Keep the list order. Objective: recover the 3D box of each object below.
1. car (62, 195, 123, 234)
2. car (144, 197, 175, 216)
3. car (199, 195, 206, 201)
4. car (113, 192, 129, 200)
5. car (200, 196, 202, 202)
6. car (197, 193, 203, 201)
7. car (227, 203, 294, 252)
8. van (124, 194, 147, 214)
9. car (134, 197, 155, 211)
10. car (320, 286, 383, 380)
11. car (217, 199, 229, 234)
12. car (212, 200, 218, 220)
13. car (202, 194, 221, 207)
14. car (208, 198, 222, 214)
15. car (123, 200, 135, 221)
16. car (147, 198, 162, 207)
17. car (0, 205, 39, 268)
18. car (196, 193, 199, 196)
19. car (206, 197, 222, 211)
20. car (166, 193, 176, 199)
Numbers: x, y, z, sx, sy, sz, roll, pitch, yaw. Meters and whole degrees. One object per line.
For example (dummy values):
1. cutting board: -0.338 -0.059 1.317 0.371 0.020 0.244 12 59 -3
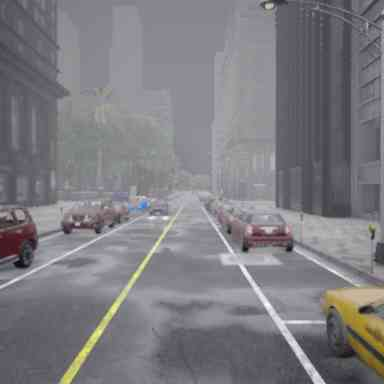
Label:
1. car: -5.768 1.315 19.298 2.192 1.841 5.009 0 0 0
2. car: -3.104 1.552 32.980 2.033 1.411 5.357 0 0 0
3. car: 2.757 1.523 89.285 1.752 1.417 4.829 0 0 0
4. car: -12.453 1.075 63.375 5.566 2.045 2.150 2 0 0
5. car: 2.758 1.573 51.837 1.947 1.339 4.313 0 0 0
6. car: 2.757 1.568 78.274 1.947 1.339 4.313 0 0 0
7. car: 2.758 1.440 13.861 1.967 1.590 4.097 0 0 0
8. van: -5.768 1.346 35.576 1.690 1.788 3.998 0 0 0
9. car: -5.768 1.447 41.002 1.967 1.590 4.097 0 0 0
10. car: 2.760 1.525 3.181 1.752 1.417 4.829 0 0 0
11. car: 2.758 1.440 19.286 1.967 1.590 4.097 0 0 0
12. car: 2.757 1.547 24.712 1.887 1.381 4.507 0 0 0
13. car: 2.757 1.321 40.987 2.192 1.841 5.009 0 0 0
14. car: 2.758 1.554 30.136 2.008 1.369 4.403 0 0 0
15. car: -5.767 1.547 24.724 1.887 1.381 4.507 0 0 0
16. car: -5.768 1.589 51.855 1.802 1.307 4.206 0 0 0
17. car: -5.767 1.314 8.446 2.192 1.841 5.009 0 0 0
18. car: 2.757 1.566 83.694 1.947 1.339 4.313 0 0 0
19. car: 2.758 1.531 35.731 1.752 1.417 4.829 0 0 0
20. car: -5.768 1.551 83.714 2.008 1.369 4.403 0 0 0
